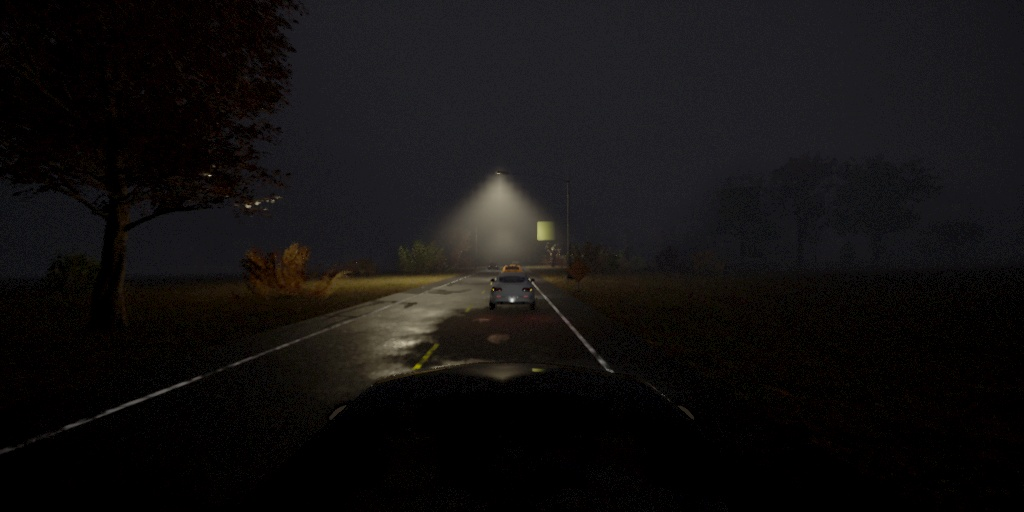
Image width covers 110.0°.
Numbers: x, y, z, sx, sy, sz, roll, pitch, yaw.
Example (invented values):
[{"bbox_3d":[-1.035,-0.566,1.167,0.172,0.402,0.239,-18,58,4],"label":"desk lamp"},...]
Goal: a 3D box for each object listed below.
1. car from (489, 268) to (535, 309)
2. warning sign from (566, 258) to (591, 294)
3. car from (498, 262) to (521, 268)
[{"bbox_3d":[0.031,1.424,15.725,1.812,1.442,4.674,0,0,1],"label":"car"},{"bbox_3d":[3.554,1.050,19.136,1.300,1.860,1.060,0,0,0],"label":"warning sign"},{"bbox_3d":[0.038,1.536,31.076,1.882,1.535,5.008,0,0,1],"label":"car"}]
